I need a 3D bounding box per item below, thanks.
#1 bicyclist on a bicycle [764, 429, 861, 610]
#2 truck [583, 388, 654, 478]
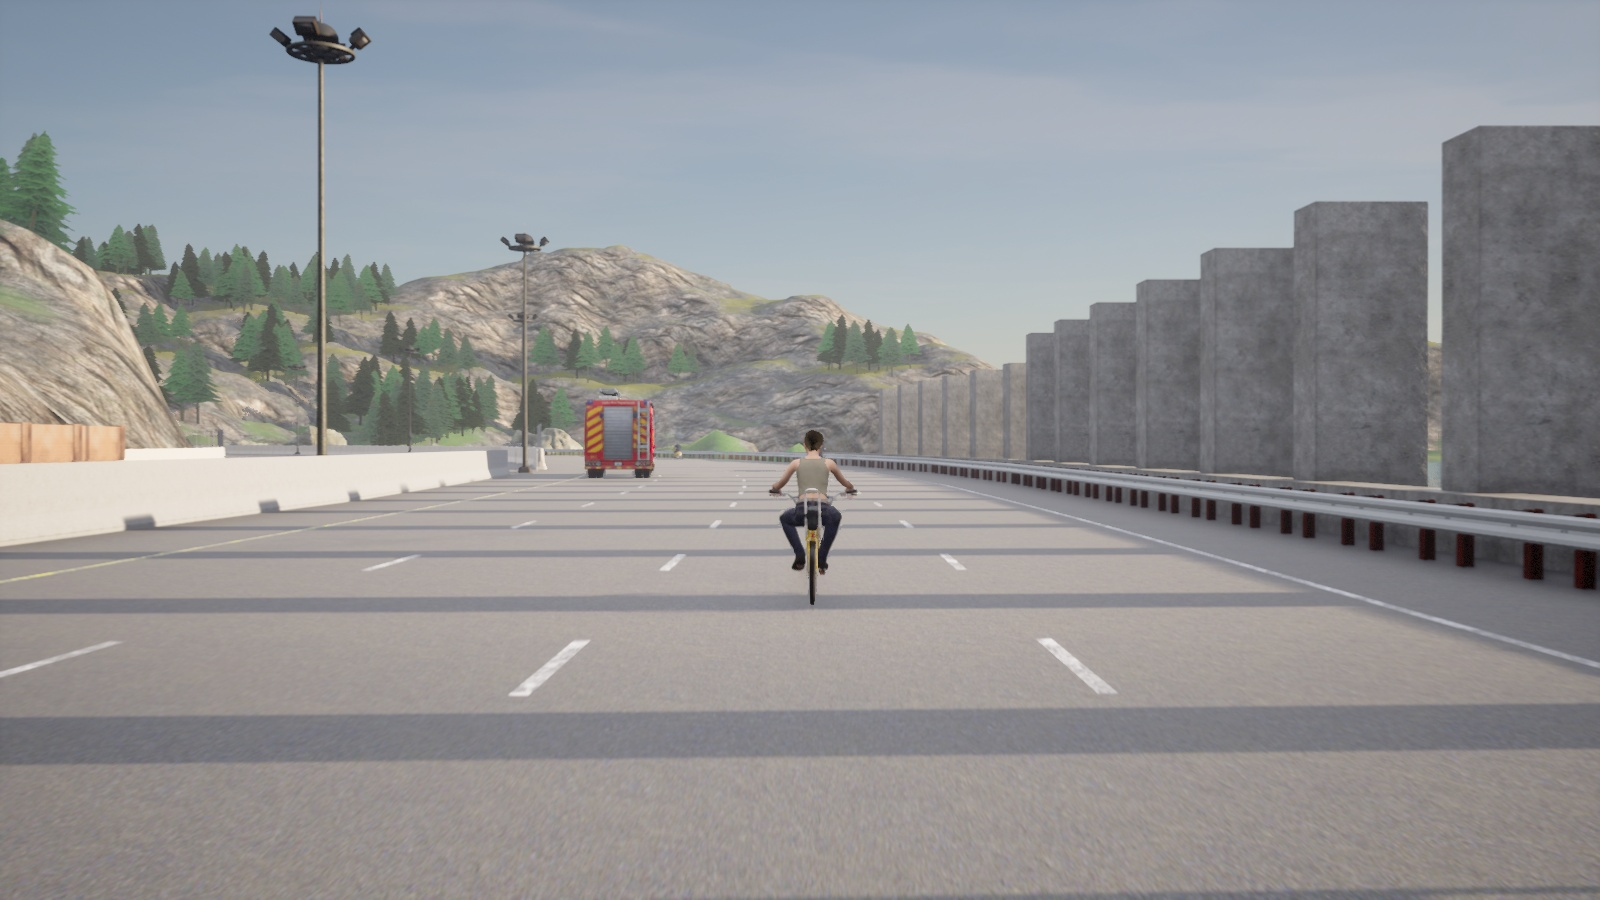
[{"bbox_3d":[0.121,0.616,11.934,0.866,1.612,1.509,0,0,1],"label":"bicyclist on a bicycle"},{"bbox_3d":[-8.175,-0.749,57.518,2.891,3.827,8.468,0,0,-6],"label":"truck"}]
